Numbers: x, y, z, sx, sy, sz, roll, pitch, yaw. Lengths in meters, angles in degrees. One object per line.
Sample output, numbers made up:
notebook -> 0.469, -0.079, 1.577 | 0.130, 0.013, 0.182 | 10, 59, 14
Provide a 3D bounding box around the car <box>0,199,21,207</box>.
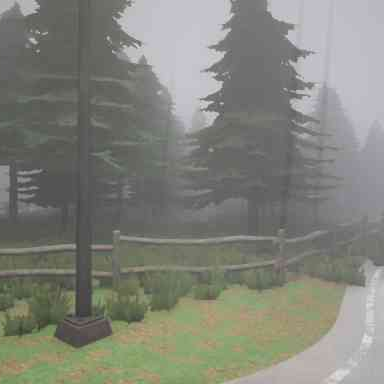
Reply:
car -> -19.308, 1.453, 35.323 | 2.128, 1.511, 4.902 | 0, 0, 3
